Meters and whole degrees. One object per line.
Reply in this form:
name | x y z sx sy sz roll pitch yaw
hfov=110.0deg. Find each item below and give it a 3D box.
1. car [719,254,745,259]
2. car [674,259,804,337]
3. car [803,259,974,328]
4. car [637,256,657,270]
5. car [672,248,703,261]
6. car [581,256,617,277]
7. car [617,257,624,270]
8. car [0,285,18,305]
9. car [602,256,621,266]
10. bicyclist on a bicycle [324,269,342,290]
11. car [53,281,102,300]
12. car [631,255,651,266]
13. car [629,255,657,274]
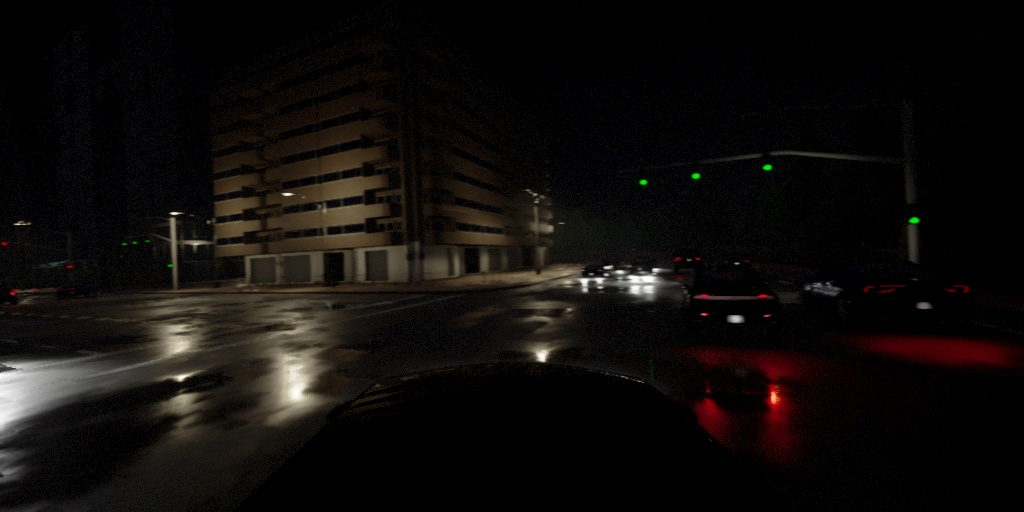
car | 18.825 0.544 30.561 1.994 1.385 4.181 -3 0 24
car | 5.505 1.014 9.468 2.128 1.511 4.902 -3 0 24
car | 9.379 0.819 9.553 1.882 1.535 5.008 -3 0 24
car | 15.521 0.723 41.089 1.994 1.385 4.181 -3 0 22
car | 15.040 0.371 30.707 2.150 2.045 5.566 -3 0 24
car | 7.484 1.038 31.378 2.033 1.411 5.357 -3 0 24
car | 11.709 0.836 41.024 1.837 1.490 4.892 -3 -1 23
car | -41.797 3.098 28.573 4.553 1.767 2.097 -3 0 24
car | 15.751 0.722 56.906 1.812 1.442 4.674 -3 0 1
bicyclist on a bicycle | -14.214 1.812 28.407 0.582 1.620 1.656 -3 0 23
car | -40.856 3.198 33.923 1.882 1.535 5.008 -4 1 -39
car | 18.894 0.607 52.777 1.994 1.385 4.181 -3 0 9
car | 11.703 0.796 32.240 2.128 1.511 4.902 -3 0 24
